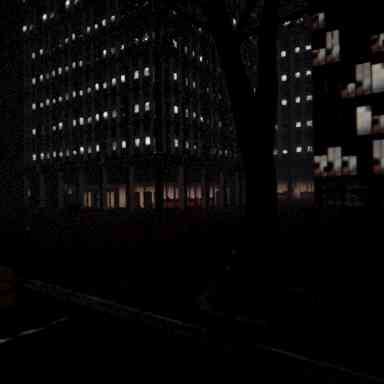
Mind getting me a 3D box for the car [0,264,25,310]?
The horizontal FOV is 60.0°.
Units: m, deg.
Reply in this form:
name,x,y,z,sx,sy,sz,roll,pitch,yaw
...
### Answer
name,x,y,z,sx,sy,sz,roll,pitch,yaw
car,-5.202,1.532,6.605,4.829,1.417,1.752,0,-1,36
